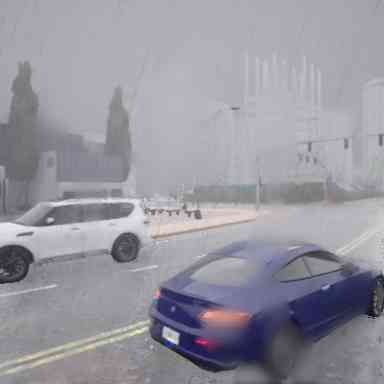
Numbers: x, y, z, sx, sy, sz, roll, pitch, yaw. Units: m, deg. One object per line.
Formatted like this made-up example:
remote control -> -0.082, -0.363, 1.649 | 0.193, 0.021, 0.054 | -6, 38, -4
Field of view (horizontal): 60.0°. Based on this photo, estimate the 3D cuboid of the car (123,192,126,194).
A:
car -> -19.660, 1.084, 91.460 | 1.905, 1.878, 3.866 | -1, 0, 37

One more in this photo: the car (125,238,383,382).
car -> 1.479, 1.490, 5.425 | 4.674, 1.442, 1.812 | -1, 0, -41

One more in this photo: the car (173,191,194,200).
car -> -1.782, 1.145, 77.765 | 1.970, 1.475, 3.806 | -1, 0, 37

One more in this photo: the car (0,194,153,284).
car -> -3.864, 1.237, 10.137 | 5.566, 2.045, 2.150 | -1, 1, -42

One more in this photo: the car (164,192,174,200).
car -> -4.075, 0.928, 79.537 | 1.905, 1.878, 3.866 | -1, 0, 37
